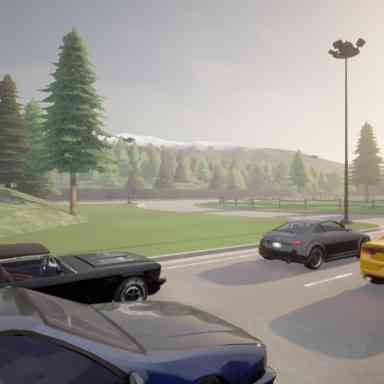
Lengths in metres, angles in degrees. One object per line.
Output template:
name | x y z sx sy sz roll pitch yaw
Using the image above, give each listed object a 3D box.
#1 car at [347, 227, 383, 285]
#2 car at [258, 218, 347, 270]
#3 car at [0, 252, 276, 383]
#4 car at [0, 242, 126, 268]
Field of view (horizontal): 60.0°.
car | 6.182 1.478 8.264 5.008 1.535 1.882 0 0 -35
car | 4.201 1.564 11.152 4.181 1.385 1.994 0 0 -35
car | -1.763 1.547 2.488 5.357 1.411 2.033 0 0 -36
car | -2.855 1.601 6.011 4.718 1.301 1.895 0 0 -36
